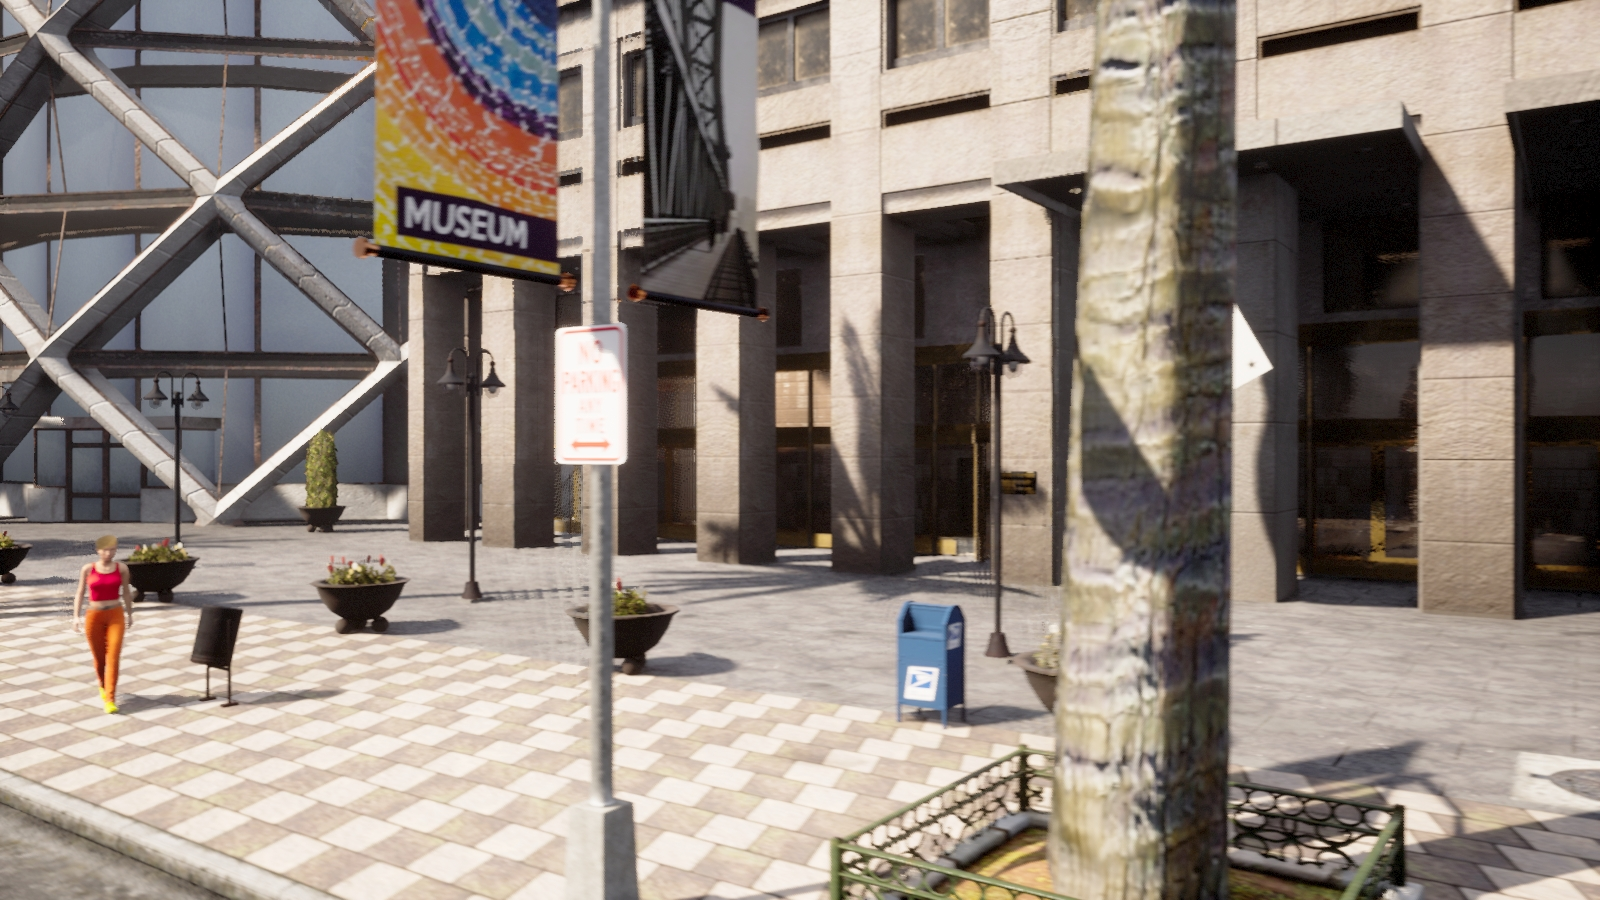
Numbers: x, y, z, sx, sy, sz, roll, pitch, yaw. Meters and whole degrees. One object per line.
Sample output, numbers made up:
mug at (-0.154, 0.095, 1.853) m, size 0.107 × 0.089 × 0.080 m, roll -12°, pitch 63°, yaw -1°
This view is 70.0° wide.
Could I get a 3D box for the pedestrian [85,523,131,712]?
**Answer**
pedestrian at (-7.090, 1.697, 11.706) m, size 0.375 × 1.860 × 0.375 m, roll 0°, pitch 0°, yaw -35°
